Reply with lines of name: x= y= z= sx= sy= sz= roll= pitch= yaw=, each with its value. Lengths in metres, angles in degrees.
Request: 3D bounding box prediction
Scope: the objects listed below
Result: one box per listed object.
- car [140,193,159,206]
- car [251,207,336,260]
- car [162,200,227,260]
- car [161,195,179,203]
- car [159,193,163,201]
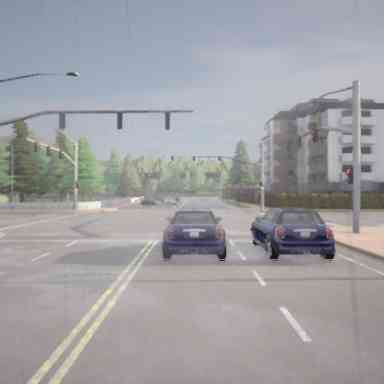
car: x=-7.066 y=1.372 z=54.086 sx=2.097 sy=1.767 sz=4.553 roll=0 pitch=0 yaw=0
car: x=3.582 y=1.357 z=12.617 sx=2.097 sy=1.767 sz=4.553 roll=0 pitch=0 yaw=0
car: x=0.082 y=1.357 z=12.611 sx=2.097 sy=1.767 sz=4.553 roll=0 pitch=0 yaw=0
car: x=-3.567 y=1.546 z=53.965 sx=1.812 sy=1.442 sz=4.674 roll=0 pitch=0 yaw=0
car: x=-7.000 y=1.196 z=69.394 sx=2.150 sy=2.045 sz=5.566 roll=0 pitch=0 yaw=0
